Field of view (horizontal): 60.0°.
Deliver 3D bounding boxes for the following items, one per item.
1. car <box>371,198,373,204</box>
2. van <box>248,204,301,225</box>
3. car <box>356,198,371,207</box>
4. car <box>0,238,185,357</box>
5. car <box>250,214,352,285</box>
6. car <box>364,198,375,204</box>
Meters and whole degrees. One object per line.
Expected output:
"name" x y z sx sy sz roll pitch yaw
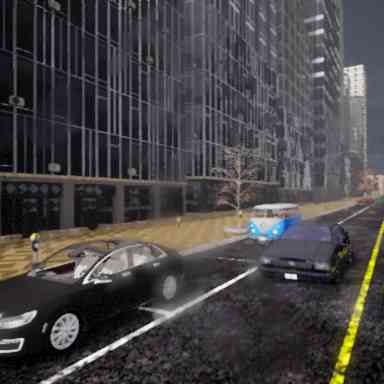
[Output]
"car" 33.533 1.982 64.733 1.802 1.307 4.206 0 0 31
"van" 4.096 1.480 16.008 1.690 1.788 3.998 -1 -1 31
"car" 30.589 1.923 59.859 1.887 1.381 4.507 0 0 31
"car" -1.790 1.625 6.262 2.008 1.369 4.403 -1 -1 31
"car" 3.722 1.634 10.185 2.033 1.411 5.357 -1 -1 31
"car" 42.363 2.029 79.350 1.947 1.339 4.313 0 0 31
